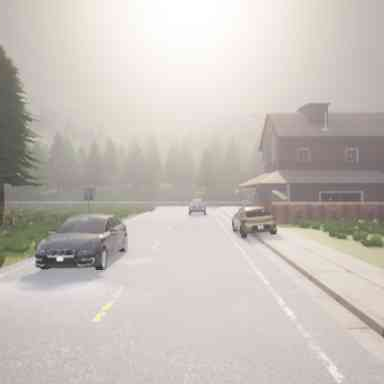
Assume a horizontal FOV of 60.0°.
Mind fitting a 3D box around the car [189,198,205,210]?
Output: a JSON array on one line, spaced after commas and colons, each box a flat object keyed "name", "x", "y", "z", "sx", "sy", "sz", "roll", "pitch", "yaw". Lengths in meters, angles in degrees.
[{"name": "car", "x": 0.731, "y": 1.642, "z": 45.708, "sx": 2.033, "sy": 1.411, "sz": 5.357, "roll": 0, "pitch": 0, "yaw": 1}]

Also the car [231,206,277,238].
[{"name": "car", "x": 3.226, "y": 1.492, "z": 18.016, "sx": 1.816, "sy": 1.474, "sz": 4.193, "roll": -6, "pitch": 0, "yaw": -1}]

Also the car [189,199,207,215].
[{"name": "car", "x": 0.596, "y": 1.620, "z": 35.220, "sx": 2.033, "sy": 1.411, "sz": 5.357, "roll": 0, "pitch": 0, "yaw": 2}]

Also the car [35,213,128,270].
[{"name": "car", "x": -3.439, "y": 1.528, "z": 11.202, "sx": 1.837, "sy": 1.490, "sz": 4.892, "roll": 0, "pitch": 0, "yaw": 1}]
